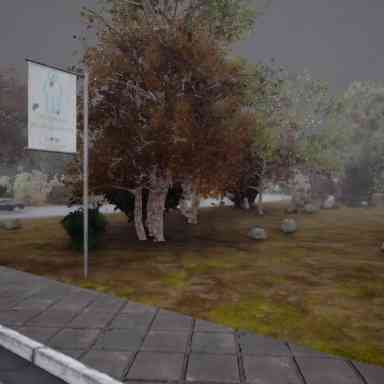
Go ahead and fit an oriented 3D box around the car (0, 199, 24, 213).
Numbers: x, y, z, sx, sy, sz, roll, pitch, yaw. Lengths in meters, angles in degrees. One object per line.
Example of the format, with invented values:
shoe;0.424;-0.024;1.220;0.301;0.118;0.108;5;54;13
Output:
car;-20.709;1.502;35.755;1.837;1.490;4.892;0;0;39
